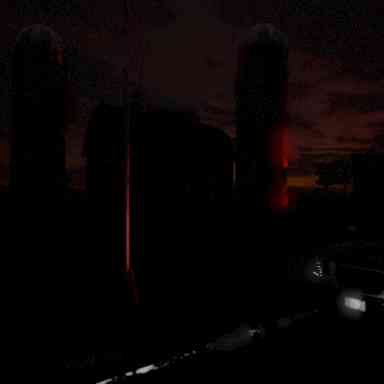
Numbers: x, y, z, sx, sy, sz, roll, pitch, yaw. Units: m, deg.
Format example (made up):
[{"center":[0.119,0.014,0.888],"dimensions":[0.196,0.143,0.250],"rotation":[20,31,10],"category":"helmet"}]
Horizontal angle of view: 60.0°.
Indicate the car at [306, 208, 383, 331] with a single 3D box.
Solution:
[{"center":[4.579,1.256,6.370],"dimensions":[5.566,2.045,2.150],"rotation":[0,0,-36],"category":"car"}]
